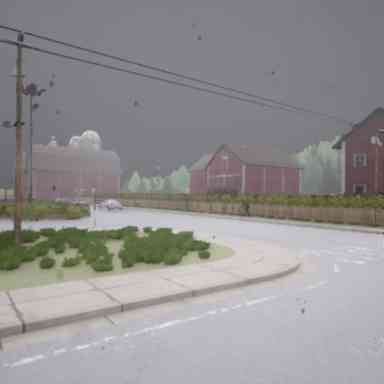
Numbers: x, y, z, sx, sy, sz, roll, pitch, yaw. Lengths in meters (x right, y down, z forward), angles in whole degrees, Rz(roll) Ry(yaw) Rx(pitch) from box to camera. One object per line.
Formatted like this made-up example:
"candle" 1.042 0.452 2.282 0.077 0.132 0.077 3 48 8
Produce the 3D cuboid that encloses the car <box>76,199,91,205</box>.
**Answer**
"car" -18.456 1.782 55.247 1.895 1.301 4.718 1 0 -36

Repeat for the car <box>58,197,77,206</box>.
"car" -23.057 1.673 61.620 2.128 1.511 4.902 1 0 -36

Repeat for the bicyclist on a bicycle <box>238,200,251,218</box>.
"bicyclist on a bicycle" 4.733 1.526 29.771 1.656 1.620 0.582 0 0 -36

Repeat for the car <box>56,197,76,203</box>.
"car" -19.886 1.661 51.244 1.837 1.490 4.892 1 -1 -36

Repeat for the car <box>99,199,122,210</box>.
"car" -11.022 1.708 44.998 1.812 1.442 4.674 1 0 -35
